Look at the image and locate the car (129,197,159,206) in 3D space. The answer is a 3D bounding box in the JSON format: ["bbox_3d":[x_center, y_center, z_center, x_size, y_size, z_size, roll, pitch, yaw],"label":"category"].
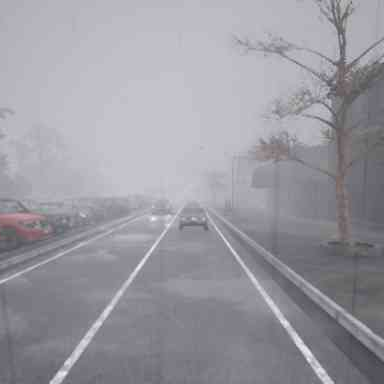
[{"bbox_3d":[-8.818,1.734,61.657,5.366,1.575,1.946,0,0,0],"label":"car"}]

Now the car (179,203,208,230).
[{"bbox_3d":[0.094,1.688,22.335,2.033,1.411,5.357,0,0,0],"label":"car"}]

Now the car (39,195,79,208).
[{"bbox_3d":[-22.043,1.495,55.241,5.566,2.045,2.435,0,0,0],"label":"car"}]

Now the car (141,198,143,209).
[{"bbox_3d":[-8.967,1.779,42.027,4.674,1.452,2.002,0,0,0],"label":"car"}]

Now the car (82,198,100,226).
[{"bbox_3d":[-8.967,1.497,22.403,4.553,1.767,2.185,0,0,0],"label":"car"}]

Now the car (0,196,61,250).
[{"bbox_3d":[-8.893,1.316,13.994,5.566,2.045,2.435,0,0,0],"label":"car"}]

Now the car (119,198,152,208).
[{"bbox_3d":[-8.983,1.747,53.247,5.008,1.535,2.097,0,0,0],"label":"car"}]

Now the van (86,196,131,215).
[{"bbox_3d":[-9.076,1.489,36.418,4.442,1.987,1.878,0,0,0],"label":"van"}]

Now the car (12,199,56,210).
[{"bbox_3d":[-22.242,1.747,46.911,5.366,1.575,1.946,0,0,0],"label":"car"}]

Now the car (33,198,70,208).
[{"bbox_3d":[-22.061,1.751,52.467,4.892,1.521,2.231,0,0,0],"label":"car"}]

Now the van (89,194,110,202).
[{"bbox_3d":[-22.231,1.490,80.221,4.442,1.987,1.878,0,0,0],"label":"van"}]

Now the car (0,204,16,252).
[{"bbox_3d":[-8.885,1.423,11.190,4.553,1.767,2.185,0,0,0],"label":"car"}]

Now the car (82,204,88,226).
[{"bbox_3d":[-8.928,1.644,19.599,4.674,1.452,2.002,0,0,0],"label":"car"}]

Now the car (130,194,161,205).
[{"bbox_3d":[-8.979,1.482,64.461,5.566,2.045,2.435,0,0,0],"label":"car"}]

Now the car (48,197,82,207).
[{"bbox_3d":[-22.081,1.743,58.017,5.008,1.535,2.097,0,0,0],"label":"car"}]

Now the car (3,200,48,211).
[{"bbox_3d":[-22.023,1.778,44.140,4.792,1.488,2.163,0,0,0],"label":"car"}]

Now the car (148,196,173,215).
[{"bbox_3d":[-3.263,1.558,36.852,2.097,1.767,4.553,0,0,0],"label":"car"}]

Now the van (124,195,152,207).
[{"bbox_3d":[-9.110,1.518,56.050,4.442,1.987,1.878,0,0,0],"label":"van"}]

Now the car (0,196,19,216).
[{"bbox_3d":[-22.067,1.462,35.806,5.566,2.045,2.435,0,0,0],"label":"car"}]

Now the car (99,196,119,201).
[{"bbox_3d":[-22.126,1.746,88.549,4.674,1.452,2.002,0,0,0],"label":"car"}]

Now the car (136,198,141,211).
[{"bbox_3d":[-8.971,1.728,39.224,4.892,1.521,2.231,0,0,0],"label":"car"}]

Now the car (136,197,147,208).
[{"bbox_3d":[-9.003,1.776,44.835,4.792,1.488,2.163,0,0,0],"label":"car"}]

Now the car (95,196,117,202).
[{"bbox_3d":[-22.119,1.709,85.773,5.008,1.535,2.097,0,0,0],"label":"car"}]

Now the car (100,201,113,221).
[{"bbox_3d":[-8.934,1.643,25.205,4.892,1.521,2.231,0,0,0],"label":"car"}]

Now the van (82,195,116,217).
[{"bbox_3d":[-9.062,1.434,28.010,4.442,1.987,1.878,0,0,0],"label":"van"}]

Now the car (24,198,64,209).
[{"bbox_3d":[-22.057,1.751,49.689,5.008,1.535,2.097,0,0,0],"label":"car"}]

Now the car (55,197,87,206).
[{"bbox_3d":[-22.086,1.739,60.793,5.008,1.535,2.097,0,0,0],"label":"car"}]

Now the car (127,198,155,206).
[{"bbox_3d":[-9.001,1.781,58.854,4.674,1.452,2.002,0,0,0],"label":"car"}]

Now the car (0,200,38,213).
[{"bbox_3d":[-22.076,1.767,41.356,4.792,1.488,2.163,0,0,0],"label":"car"}]

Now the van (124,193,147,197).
[{"bbox_3d":[-9.095,1.523,47.638,4.442,1.987,1.878,0,0,0],"label":"van"}]

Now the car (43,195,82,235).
[{"bbox_3d":[-8.897,1.335,16.797,5.566,2.045,2.435,0,0,0],"label":"car"}]

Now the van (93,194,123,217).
[{"bbox_3d":[-9.067,1.453,30.813,4.442,1.987,1.878,0,0,0],"label":"van"}]

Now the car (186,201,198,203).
[{"bbox_3d":[0.086,1.786,41.882,1.994,1.385,4.181,0,0,0],"label":"car"}]

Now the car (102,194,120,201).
[{"bbox_3d":[-22.165,1.578,91.324,4.553,1.767,2.185,0,0,0],"label":"car"}]

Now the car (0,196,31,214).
[{"bbox_3d":[-22.015,1.475,38.583,5.566,2.045,2.435,0,0,0],"label":"car"}]

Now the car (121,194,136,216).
[{"bbox_3d":[-8.927,1.446,33.618,5.566,2.045,2.435,0,0,0],"label":"car"}]

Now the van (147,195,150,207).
[{"bbox_3d":[-8.867,1.524,50.440,4.442,1.987,1.878,0,0,0],"label":"van"}]
